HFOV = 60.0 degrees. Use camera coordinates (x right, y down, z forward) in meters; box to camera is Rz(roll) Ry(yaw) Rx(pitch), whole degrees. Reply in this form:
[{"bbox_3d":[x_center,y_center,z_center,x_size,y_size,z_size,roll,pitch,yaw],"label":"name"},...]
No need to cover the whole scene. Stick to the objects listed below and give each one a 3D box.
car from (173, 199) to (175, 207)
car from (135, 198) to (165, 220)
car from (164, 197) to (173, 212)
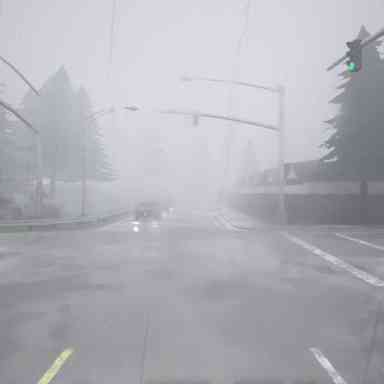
[{"bbox_3d":[-3.515,1.504,48.307,1.837,1.490,4.892,0,0,2],"label":"car"},{"bbox_3d":[-3.603,1.505,28.038,1.837,1.490,4.892,0,0,0],"label":"car"},{"bbox_3d":[-3.599,1.564,37.952,1.994,1.385,4.181,0,0,0],"label":"car"}]
